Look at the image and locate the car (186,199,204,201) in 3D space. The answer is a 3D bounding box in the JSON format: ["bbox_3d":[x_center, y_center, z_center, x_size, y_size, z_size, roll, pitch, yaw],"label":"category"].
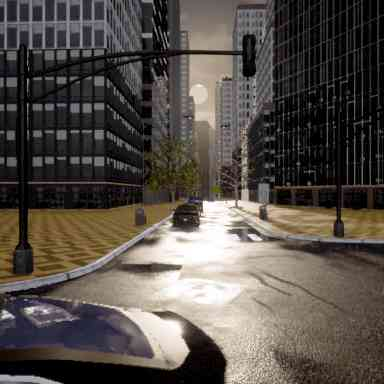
[{"bbox_3d":[0.048,1.776,35.602,1.812,1.442,4.674,0,0,2],"label":"car"}]

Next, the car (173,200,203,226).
[{"bbox_3d":[-0.358,1.653,25.391,1.882,1.535,5.008,0,0,2],"label":"car"}]

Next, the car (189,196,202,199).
[{"bbox_3d":[0.469,1.553,46.254,2.150,2.045,5.566,0,0,2],"label":"car"}]

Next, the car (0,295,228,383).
[{"bbox_3d":[-2.035,1.501,1.747,4.902,1.511,2.128,0,0,-27],"label":"car"}]
